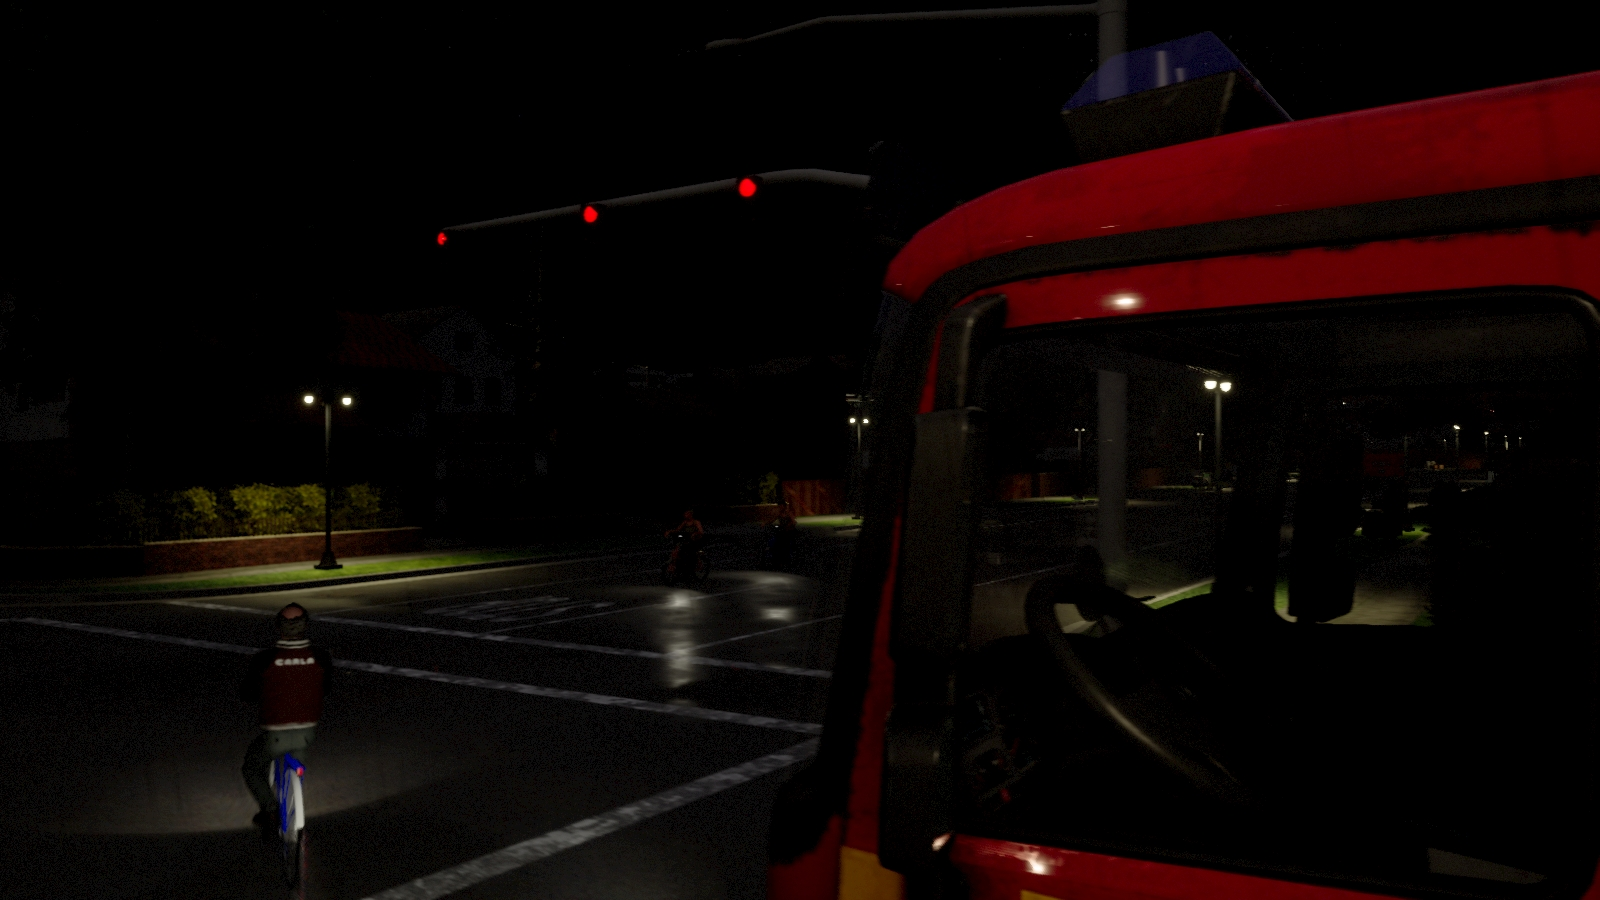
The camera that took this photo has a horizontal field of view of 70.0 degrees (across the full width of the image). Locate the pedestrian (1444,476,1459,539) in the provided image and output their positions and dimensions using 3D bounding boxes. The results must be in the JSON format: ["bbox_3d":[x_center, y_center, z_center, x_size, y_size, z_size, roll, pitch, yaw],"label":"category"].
[{"bbox_3d":[19.434,1.703,34.075,0.375,1.860,0.375,0,0,26],"label":"pedestrian"}]

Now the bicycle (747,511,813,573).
[{"bbox_3d":[-0.454,2.145,26.928,0.859,1.301,1.487,0,0,34],"label":"bicycle"}]

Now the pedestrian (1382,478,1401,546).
[{"bbox_3d":[16.272,1.701,31.429,0.375,1.860,0.375,0,0,40],"label":"pedestrian"}]

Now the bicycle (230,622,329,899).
[{"bbox_3d":[-3.577,2.048,7.785,0.329,1.496,1.835,3,-1,-31],"label":"bicycle"}]

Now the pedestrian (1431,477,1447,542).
[{"bbox_3d":[18.394,1.702,32.874,0.375,1.860,0.375,0,0,27],"label":"pedestrian"}]

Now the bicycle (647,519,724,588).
[{"bbox_3d":[-2.387,2.145,23.955,0.859,1.301,1.487,0,0,35],"label":"bicycle"}]
